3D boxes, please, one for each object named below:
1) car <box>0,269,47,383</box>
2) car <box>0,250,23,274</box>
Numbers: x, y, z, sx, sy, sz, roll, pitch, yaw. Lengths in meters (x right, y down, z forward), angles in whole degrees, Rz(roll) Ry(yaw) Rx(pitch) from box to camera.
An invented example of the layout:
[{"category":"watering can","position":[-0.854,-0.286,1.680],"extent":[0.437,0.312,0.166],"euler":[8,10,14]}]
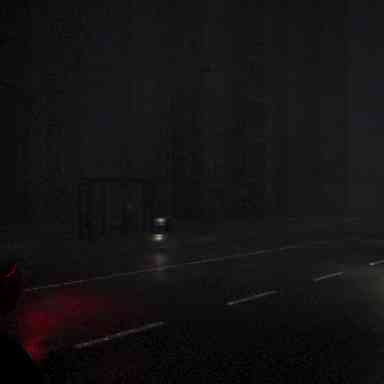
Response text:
[{"category":"car","position":[-2.883,1.562,1.521],"extent":[4.181,1.385,1.994],"euler":[0,0,-41]},{"category":"car","position":[-5.290,1.476,4.889],"extent":[5.008,1.535,1.882],"euler":[0,0,-32]}]
